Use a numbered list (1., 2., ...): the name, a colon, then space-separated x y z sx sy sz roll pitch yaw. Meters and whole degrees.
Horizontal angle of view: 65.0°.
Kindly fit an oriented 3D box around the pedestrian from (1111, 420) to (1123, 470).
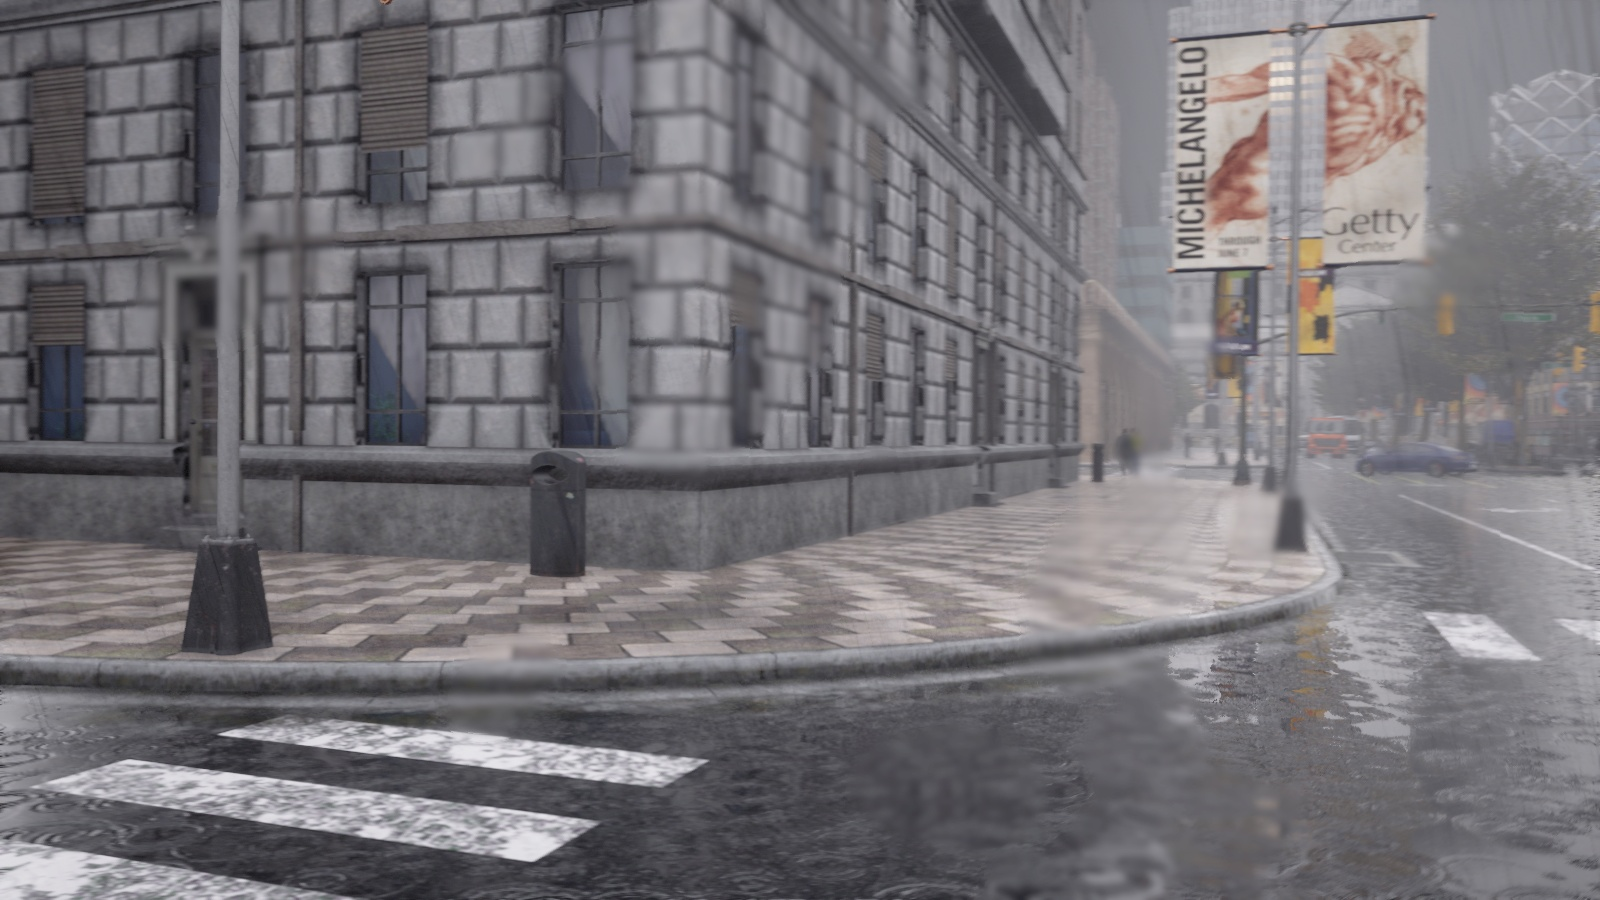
1. pedestrian: 11.702 -0.191 46.302 0.370 1.835 0.726 0 1 17

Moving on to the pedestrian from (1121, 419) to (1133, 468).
1. pedestrian: 12.309 -0.234 47.272 0.354 1.836 0.706 0 1 23

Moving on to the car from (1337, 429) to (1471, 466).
1. car: 24.965 -0.110 52.058 1.812 1.442 4.674 -1 1 -41
